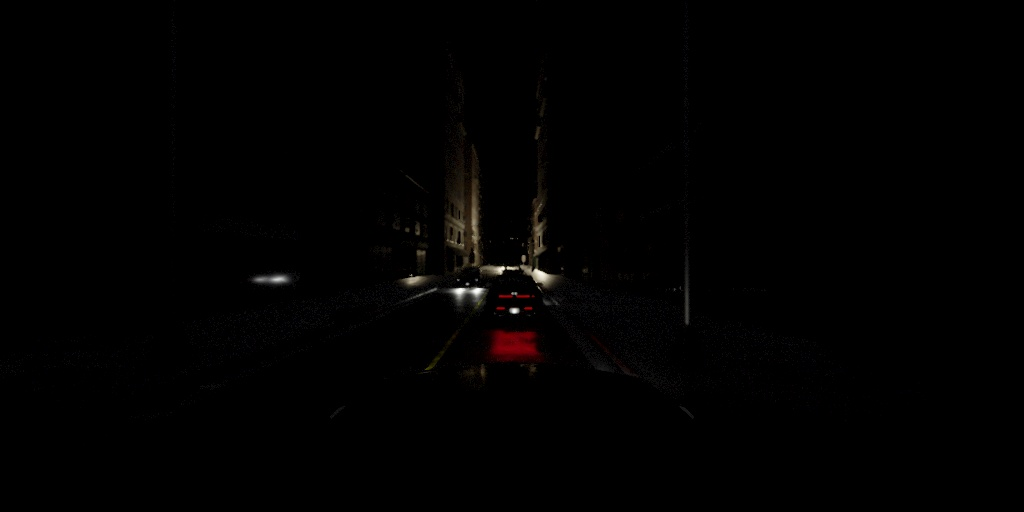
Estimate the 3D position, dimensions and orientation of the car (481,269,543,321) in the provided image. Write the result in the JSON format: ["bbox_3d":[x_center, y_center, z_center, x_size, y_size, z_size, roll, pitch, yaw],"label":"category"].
[{"bbox_3d":[0.080,1.394,13.172,1.837,1.490,4.892,0,0,0],"label":"car"}]

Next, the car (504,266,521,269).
[{"bbox_3d":[0.076,1.586,30.962,2.128,1.511,4.902,0,-1,0],"label":"car"}]

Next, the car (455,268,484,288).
[{"bbox_3d":[-3.118,1.605,27.708,2.033,1.411,5.357,0,-1,0],"label":"car"}]
